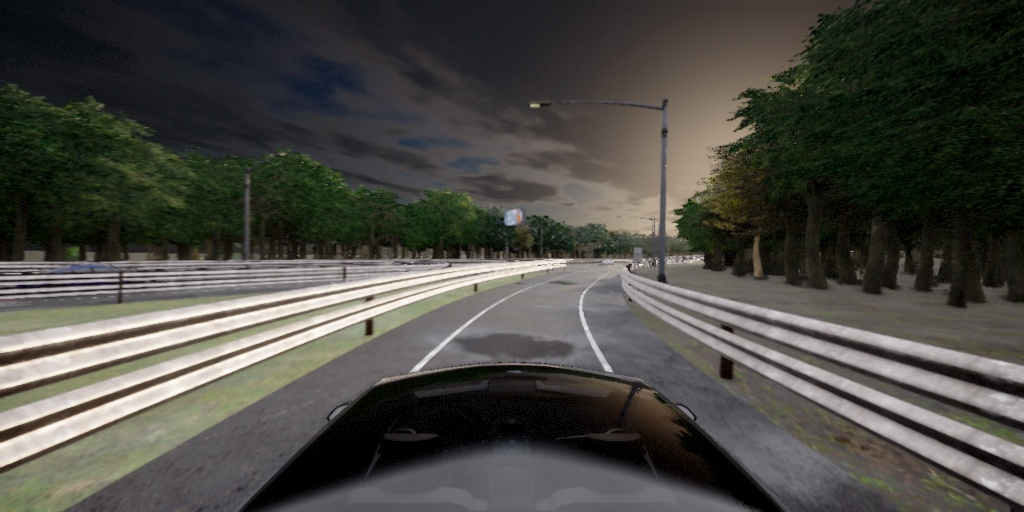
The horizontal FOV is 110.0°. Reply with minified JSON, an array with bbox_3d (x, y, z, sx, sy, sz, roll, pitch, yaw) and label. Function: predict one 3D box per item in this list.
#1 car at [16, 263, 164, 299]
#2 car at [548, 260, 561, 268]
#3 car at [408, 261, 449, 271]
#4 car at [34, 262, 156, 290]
[{"bbox_3d":[-21.325,1.218,18.488,1.882,1.535,5.008,1,0,33],"label":"car"},{"bbox_3d":[6.683,1.409,61.304,1.895,1.301,4.718,0,0,33],"label":"car"},{"bbox_3d":[-8.659,1.259,37.843,1.837,1.490,4.892,1,0,33],"label":"car"},{"bbox_3d":[-26.656,1.167,23.125,2.128,1.511,4.902,1,0,33],"label":"car"}]
